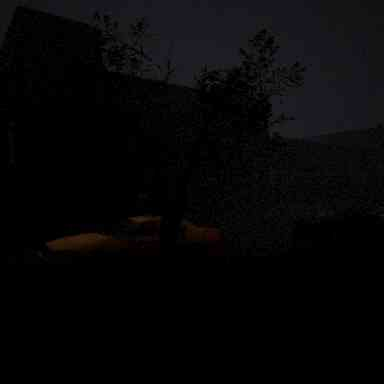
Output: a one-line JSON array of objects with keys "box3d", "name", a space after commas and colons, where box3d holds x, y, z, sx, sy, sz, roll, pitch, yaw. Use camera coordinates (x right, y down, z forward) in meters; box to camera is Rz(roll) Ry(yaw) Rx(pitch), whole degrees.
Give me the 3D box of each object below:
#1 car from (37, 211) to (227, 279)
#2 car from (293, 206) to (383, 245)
[{"box3d": [-1.470, 1.357, 9.609, 5.366, 1.575, 1.946, 1, 0, -33], "name": "car"}, {"box3d": [6.867, 1.477, 15.574, 5.008, 1.535, 2.097, 1, 0, -33], "name": "car"}]
